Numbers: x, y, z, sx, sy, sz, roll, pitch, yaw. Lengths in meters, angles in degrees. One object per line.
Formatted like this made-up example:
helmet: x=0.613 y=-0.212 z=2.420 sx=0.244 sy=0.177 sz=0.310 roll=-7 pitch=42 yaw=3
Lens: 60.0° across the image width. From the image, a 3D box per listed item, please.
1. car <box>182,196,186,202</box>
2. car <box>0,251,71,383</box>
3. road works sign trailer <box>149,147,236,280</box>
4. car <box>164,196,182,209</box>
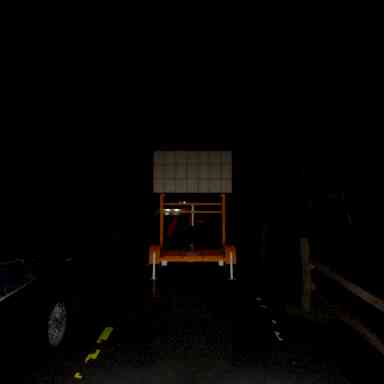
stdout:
car: x=-2.555 y=1.838 z=86.802 sx=2.033 sy=1.411 sz=5.357 roll=0 pitch=0 yaw=0
car: x=-2.842 y=1.491 z=3.419 sx=2.128 sy=1.511 sz=4.902 roll=0 pitch=0 yaw=0
road works sign trailer: x=0.022 y=0.463 z=9.917 sx=2.380 sy=3.560 sz=2.880 roll=0 pitch=0 yaw=0
car: x=-2.746 y=1.611 z=45.782 sx=1.994 sy=1.385 sz=4.181 roll=0 pitch=0 yaw=0
